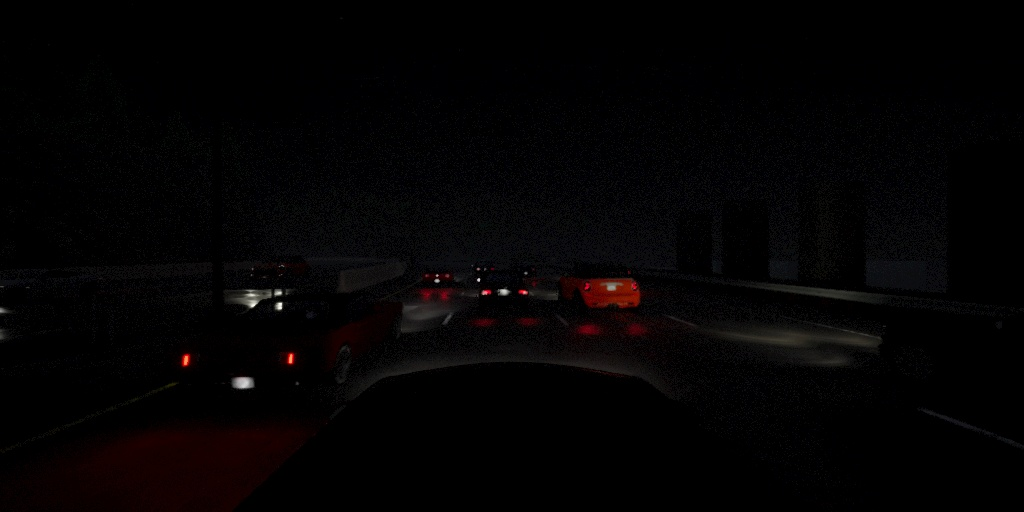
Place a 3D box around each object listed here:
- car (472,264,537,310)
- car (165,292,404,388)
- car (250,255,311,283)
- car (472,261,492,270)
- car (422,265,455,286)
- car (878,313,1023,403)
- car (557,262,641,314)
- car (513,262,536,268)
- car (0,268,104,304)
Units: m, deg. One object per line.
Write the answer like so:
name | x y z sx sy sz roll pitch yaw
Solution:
car | -0.404 1.237 14.324 2.033 1.411 5.357 0 0 -4
car | -3.538 1.340 6.850 1.895 1.301 4.718 0 0 -2
car | -15.514 0.713 24.277 2.097 1.767 4.553 0 0 -8
car | -2.667 1.154 33.123 2.033 1.411 5.357 0 0 -10
car | -4.945 1.258 24.621 1.895 1.301 4.718 0 0 -7
car | 7.010 1.188 3.833 1.882 1.535 5.008 0 0 0
car | 3.084 1.029 13.645 2.097 1.767 4.553 0 0 -3
car | 0.858 1.192 33.105 1.895 1.301 4.718 0 0 -9
car | -21.805 1.293 16.505 1.812 1.442 4.674 0 0 -5
